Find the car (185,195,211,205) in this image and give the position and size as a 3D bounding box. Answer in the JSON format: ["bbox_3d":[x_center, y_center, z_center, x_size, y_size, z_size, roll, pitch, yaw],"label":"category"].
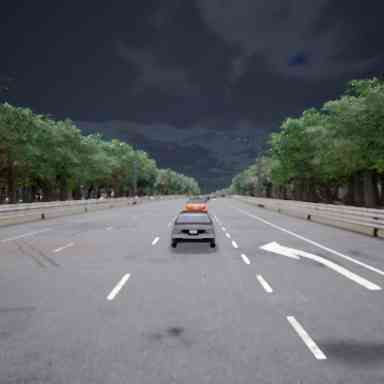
[{"bbox_3d":[0.403,1.346,30.339,2.097,1.767,4.553,0,0,2],"label":"car"}]

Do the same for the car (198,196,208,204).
[{"bbox_3d":[2.271,1.653,69.352,1.994,1.385,4.181,0,0,4],"label":"car"}]

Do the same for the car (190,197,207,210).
[{"bbox_3d":[0.946,1.521,45.483,2.128,1.511,4.902,0,0,3],"label":"car"}]

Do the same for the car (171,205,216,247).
[{"bbox_3d":[0.086,1.538,15.008,2.033,1.411,5.357,0,0,1],"label":"car"}]

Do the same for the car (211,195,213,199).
[{"bbox_3d":[4.004,1.646,91.449,1.882,1.535,5.008,0,0,5],"label":"car"}]
